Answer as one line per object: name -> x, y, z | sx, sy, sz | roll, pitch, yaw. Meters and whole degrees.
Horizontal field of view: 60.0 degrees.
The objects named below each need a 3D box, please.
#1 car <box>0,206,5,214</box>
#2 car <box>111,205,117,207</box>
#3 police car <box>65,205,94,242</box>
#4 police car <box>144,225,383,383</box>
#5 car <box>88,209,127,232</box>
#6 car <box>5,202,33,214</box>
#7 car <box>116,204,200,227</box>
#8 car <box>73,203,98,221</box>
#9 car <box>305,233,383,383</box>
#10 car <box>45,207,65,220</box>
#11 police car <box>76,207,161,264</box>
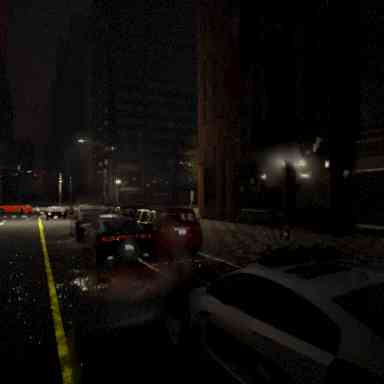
car -> -18.684, 2.114, 30.461 | 2.008, 1.369, 4.403 | 0, -1, -25
car -> -3.763, 1.607, 18.813 | 2.192, 1.841, 5.009 | 0, -1, -25
police car -> -5.666, 1.725, 18.417 | 1.930, 1.638, 5.238 | 0, -1, -25
police car -> 1.190, 1.474, 3.963 | 1.930, 1.638, 5.238 | 0, -1, -25
car -> -6.165, 1.948, 23.907 | 1.947, 1.339, 4.313 | 0, -1, -25
car -> -25.590, 2.238, 48.199 | 4.553, 1.767, 2.097 | -1, -1, 13
car -> -1.358, 1.518, 13.717 | 2.192, 1.841, 5.009 | 0, -1, -25
car -> -10.976, 2.004, 34.102 | 1.967, 1.590, 4.097 | 0, -1, -25
car -> 3.453, 1.468, 3.523 | 1.967, 1.590, 4.097 | 0, -1, -25
car -> -14.256, 2.194, 34.588 | 1.895, 1.301, 4.718 | 0, -1, -25
police car -> -3.106, 1.630, 12.992 | 1.930, 1.638, 5.238 | 0, -1, -25
